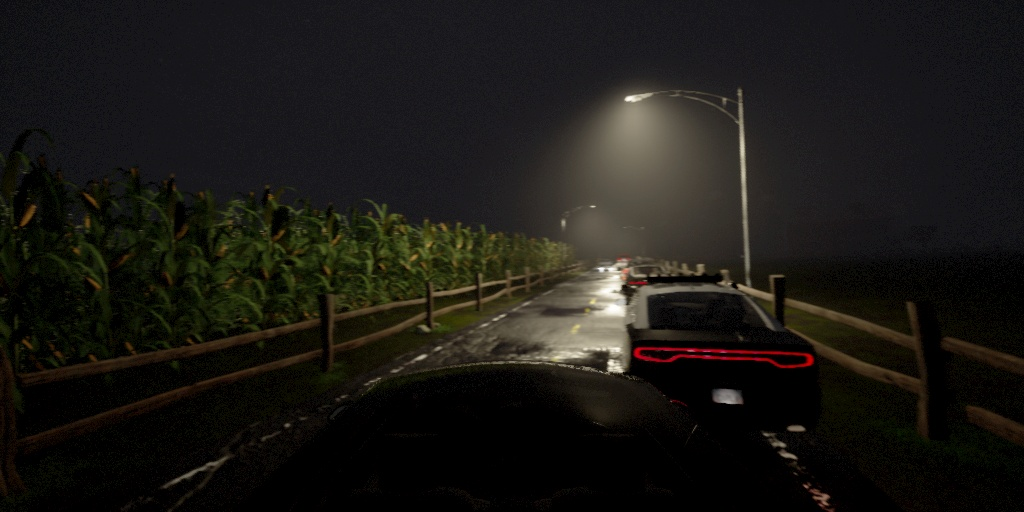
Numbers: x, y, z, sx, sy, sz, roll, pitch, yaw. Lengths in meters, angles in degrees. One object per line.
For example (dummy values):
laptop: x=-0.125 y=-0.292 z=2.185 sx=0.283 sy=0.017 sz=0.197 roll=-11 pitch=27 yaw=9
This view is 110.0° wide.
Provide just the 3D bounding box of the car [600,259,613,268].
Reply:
car: x=15.351 y=1.182 z=58.310 sx=1.895 sy=1.301 sz=4.718 roll=-2 pitch=-1 yaw=17

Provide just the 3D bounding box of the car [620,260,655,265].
car: x=5.712 y=1.125 z=15.275 sx=1.837 sy=1.490 sz=4.892 roll=-2 pitch=0 yaw=17

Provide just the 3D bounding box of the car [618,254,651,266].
car: x=7.477 y=0.940 z=20.977 sx=2.097 sy=1.767 sz=4.553 roll=-2 pitch=0 yaw=17

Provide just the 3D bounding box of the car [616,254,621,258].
car: x=18.230 y=0.699 z=58.358 sx=2.150 sy=2.045 sz=5.566 roll=-2 pitch=-1 yaw=17

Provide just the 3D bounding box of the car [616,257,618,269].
car: x=13.518 y=1.123 z=42.996 sx=1.895 sy=1.301 sz=4.718 roll=-2 pitch=0 yaw=18

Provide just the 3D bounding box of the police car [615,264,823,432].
police car: x=2.774 y=1.097 z=5.831 sx=1.930 sy=1.638 sz=5.238 roll=-2 pitch=0 yaw=17
